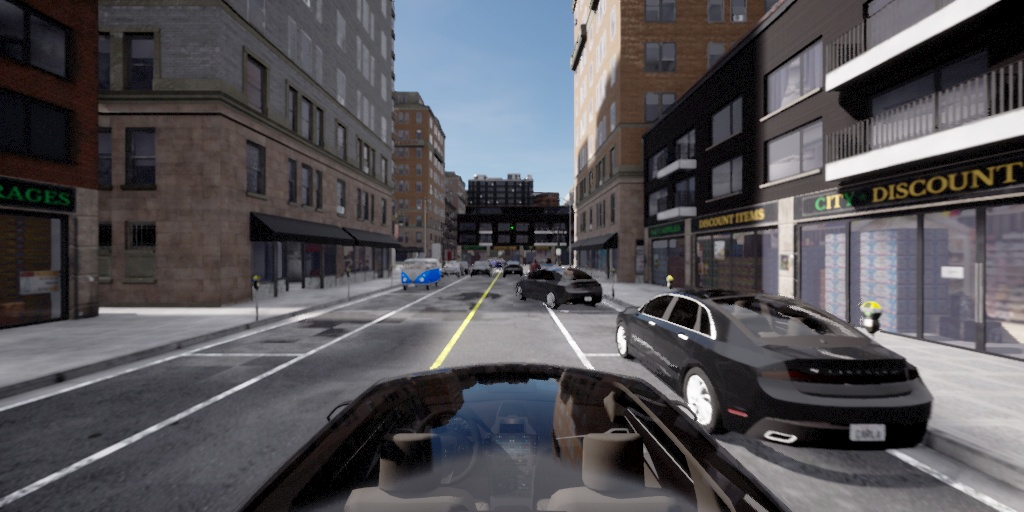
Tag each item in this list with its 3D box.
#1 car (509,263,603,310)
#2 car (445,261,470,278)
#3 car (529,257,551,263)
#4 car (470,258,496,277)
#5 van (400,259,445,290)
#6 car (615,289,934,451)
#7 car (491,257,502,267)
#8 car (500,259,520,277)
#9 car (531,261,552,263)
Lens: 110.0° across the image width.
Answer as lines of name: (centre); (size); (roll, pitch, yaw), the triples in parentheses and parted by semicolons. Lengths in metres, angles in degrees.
car: (1.744, 1.226, 14.785); (1.837, 1.490, 4.892); (-1, 1, -22)
car: (-5.371, 1.228, 32.749); (2.007, 1.370, 4.403); (0, 0, 0)
car: (2.654, 0.993, 32.744); (2.192, 1.841, 5.009); (0, 0, 0)
car: (-2.805, 1.182, 33.797); (1.837, 1.490, 4.892); (0, 0, 0)
van: (-5.377, 1.044, 21.425); (1.690, 1.789, 3.998); (0, 0, 0)
car: (3.022, 1.245, 5.468); (1.837, 1.490, 4.892); (0, 0, 0)
car: (-2.763, 0.978, 52.478); (2.097, 1.767, 4.553); (0, 0, -31)
car: (0.106, 1.182, 34.171); (1.837, 1.490, 4.892); (0, 1, 0)
car: (2.651, 1.257, 27.082); (1.948, 1.339, 4.313); (0, 0, 0)
